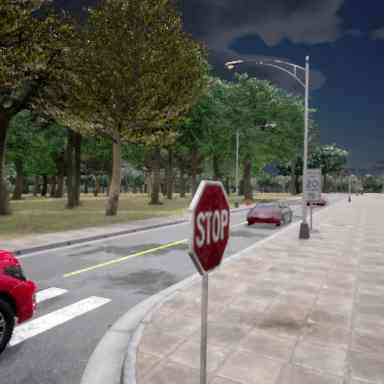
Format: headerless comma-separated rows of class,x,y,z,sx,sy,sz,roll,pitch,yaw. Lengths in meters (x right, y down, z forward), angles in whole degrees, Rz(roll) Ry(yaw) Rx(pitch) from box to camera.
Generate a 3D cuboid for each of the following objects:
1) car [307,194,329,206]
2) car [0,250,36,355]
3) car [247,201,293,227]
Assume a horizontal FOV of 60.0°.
car,14.884,0.927,39.262,1.994,1.385,4.181,1,1,28
car,-4.303,1.174,2.980,2.150,2.045,5.566,1,1,28
car,4.827,1.225,20.251,1.994,1.385,4.181,1,1,28
